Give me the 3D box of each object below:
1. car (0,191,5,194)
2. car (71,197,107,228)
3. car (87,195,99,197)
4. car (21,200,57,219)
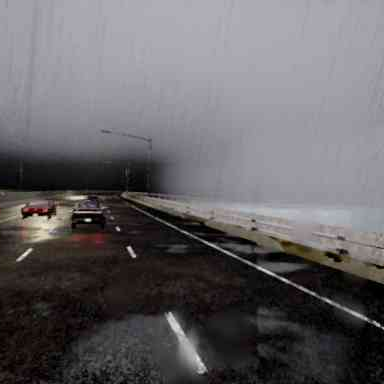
[{"bbox_3d":[-29.468,0.617,50.511,1.812,1.442,4.674,2,0,-15],"label":"car"},{"bbox_3d":[-6.254,1.293,20.214,2.128,1.511,4.902,2,0,-16],"label":"car"},{"bbox_3d":[-11.387,1.137,38.192,1.837,1.490,4.892,2,0,-16],"label":"car"},{"bbox_3d":[-11.158,1.255,24.581,1.895,1.301,4.718,2,0,-16],"label":"car"}]
